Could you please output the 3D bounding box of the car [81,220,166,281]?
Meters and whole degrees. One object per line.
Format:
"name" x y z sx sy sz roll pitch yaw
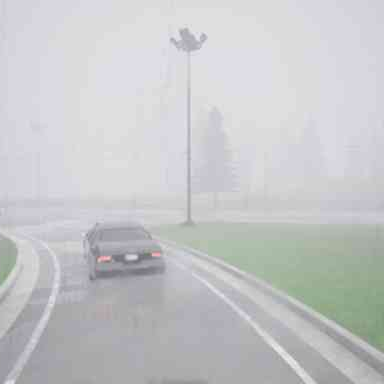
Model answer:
"car" -2.248 1.559 10.024 2.033 1.411 5.357 0 0 -20
